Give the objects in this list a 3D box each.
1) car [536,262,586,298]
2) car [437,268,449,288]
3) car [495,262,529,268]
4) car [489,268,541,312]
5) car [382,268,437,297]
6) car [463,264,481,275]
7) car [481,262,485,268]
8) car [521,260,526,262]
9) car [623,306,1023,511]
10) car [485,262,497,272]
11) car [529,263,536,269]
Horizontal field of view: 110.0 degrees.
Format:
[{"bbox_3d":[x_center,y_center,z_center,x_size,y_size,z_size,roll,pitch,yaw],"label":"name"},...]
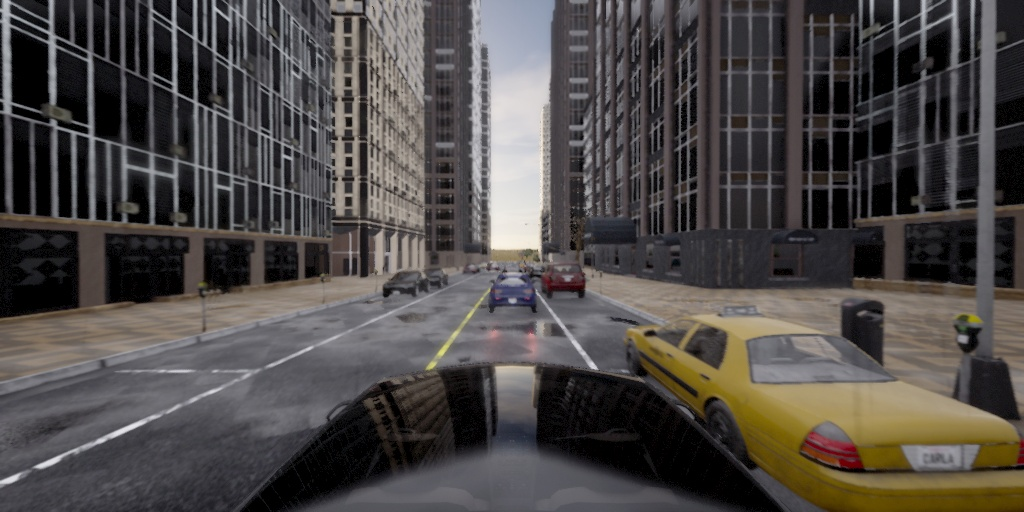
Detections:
[{"bbox_3d":[2.731,1.244,19.737,2.192,1.841,5.009,0,0,0],"label":"car"},{"bbox_3d":[-5.657,1.556,25.960,1.948,1.339,4.313,0,0,0],"label":"car"},{"bbox_3d":[0.042,1.512,29.131,2.128,1.511,4.902,0,-1,1],"label":"car"},{"bbox_3d":[0.051,1.407,14.833,1.812,1.442,4.674,0,0,1],"label":"car"},{"bbox_3d":[-5.827,1.501,20.286,1.948,1.339,4.313,0,0,0],"label":"car"},{"bbox_3d":[-5.658,1.789,48.654,1.802,1.307,4.207,0,0,0],"label":"car"},{"bbox_3d":[-5.658,1.826,54.328,1.948,1.339,4.313,0,0,0],"label":"car"},{"bbox_3d":[2.690,1.700,54.268,1.967,1.591,4.097,0,0,0],"label":"car"},{"bbox_3d":[2.822,1.304,4.656,1.751,1.417,4.829,0,0,0],"label":"car"},{"bbox_3d":[-3.062,1.825,58.579,1.812,1.442,4.674,0,-1,0],"label":"car"},{"bbox_3d":[2.691,1.664,37.246,1.948,1.339,4.313,0,0,0],"label":"car"}]
